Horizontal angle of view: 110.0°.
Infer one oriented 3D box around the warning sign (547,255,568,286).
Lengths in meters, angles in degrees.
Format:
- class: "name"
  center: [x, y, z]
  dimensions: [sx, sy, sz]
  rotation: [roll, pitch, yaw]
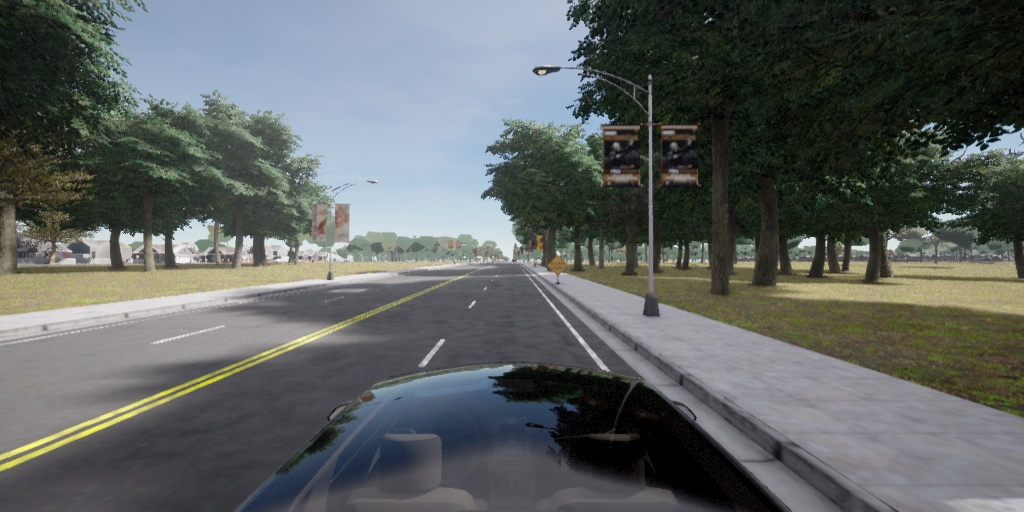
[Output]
- class: "warning sign"
  center: [2.850, 0.868, 22.160]
  dimensions: [1.300, 1.860, 1.060]
  rotation: [0, 0, 0]
